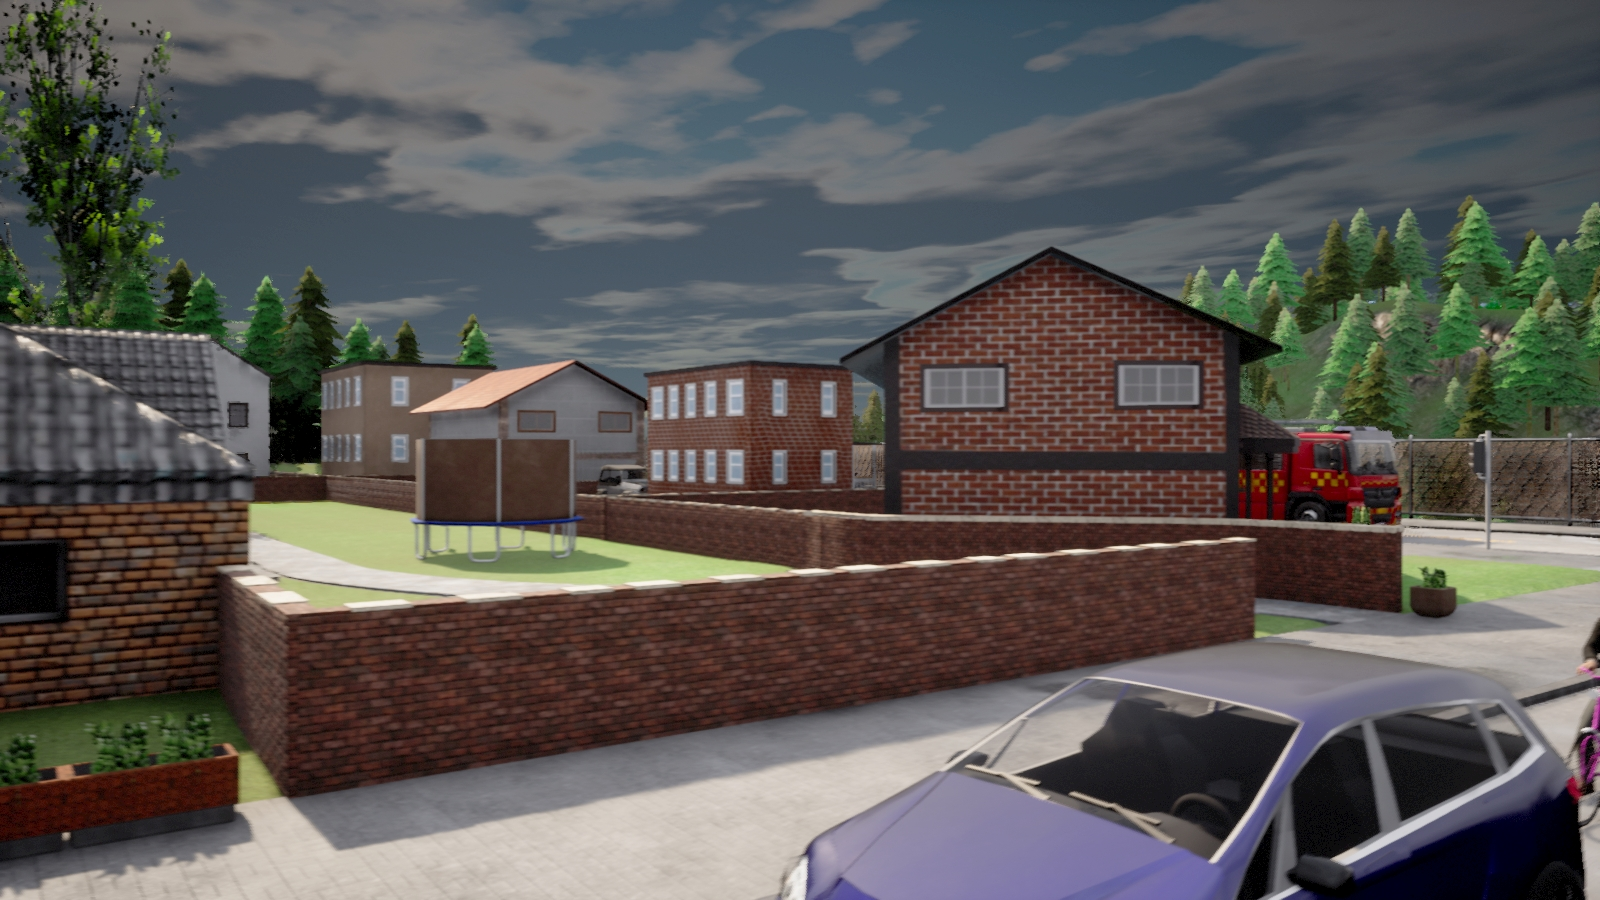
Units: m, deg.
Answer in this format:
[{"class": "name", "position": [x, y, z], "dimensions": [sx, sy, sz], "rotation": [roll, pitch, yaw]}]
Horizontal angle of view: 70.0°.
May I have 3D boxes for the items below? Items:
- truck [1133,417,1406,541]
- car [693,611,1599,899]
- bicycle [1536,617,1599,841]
[{"class": "truck", "position": [15.888, 0.890, 39.426], "dimensions": [2.891, 3.827, 8.468], "rotation": [0, 0, -35]}, {"class": "car", "position": [2.029, 1.967, 5.773], "dimensions": [4.611, 1.667, 2.242], "rotation": [0, 0, -36]}, {"class": "bicycle", "position": [6.266, 2.060, 8.818], "dimensions": [1.835, 1.471, 0.329], "rotation": [0, 0, -36]}]
